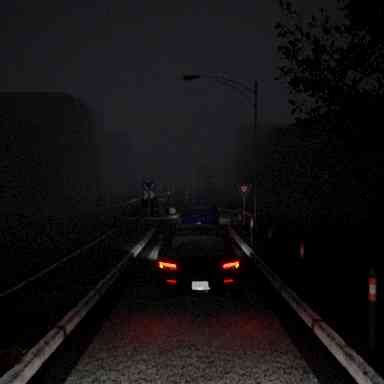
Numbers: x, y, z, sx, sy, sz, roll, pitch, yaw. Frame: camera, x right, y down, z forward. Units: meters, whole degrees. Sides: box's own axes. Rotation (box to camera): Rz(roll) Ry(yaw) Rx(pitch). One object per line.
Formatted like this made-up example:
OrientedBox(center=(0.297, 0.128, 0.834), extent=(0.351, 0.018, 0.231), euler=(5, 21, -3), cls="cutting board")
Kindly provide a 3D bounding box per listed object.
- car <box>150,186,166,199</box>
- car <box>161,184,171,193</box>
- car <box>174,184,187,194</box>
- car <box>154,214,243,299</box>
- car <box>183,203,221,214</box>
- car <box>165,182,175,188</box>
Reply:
OrientedBox(center=(-5.411, 0.234, 49.785), extent=(1.812, 1.442, 4.674), euler=(0, 3, 0), cls="car")
OrientedBox(center=(-5.401, -0.809, 66.456), extent=(2.097, 1.767, 4.553), euler=(0, 3, 0), cls="car")
OrientedBox(center=(-2.261, -0.321, 62.122), extent=(1.895, 1.301, 4.718), euler=(0, 3, 0), cls="car")
OrientedBox(center=(0.098, 1.517, 8.300), extent=(1.812, 1.442, 4.674), euler=(0, 0, -1), cls="car")
OrientedBox(center=(0.562, 1.319, 18.593), extent=(1.882, 1.535, 5.008), euler=(0, 2, 5), cls="car")
OrientedBox(center=(-5.422, -1.702, 81.790), extent=(2.128, 1.511, 4.902), euler=(0, 2, 0), cls="car")
